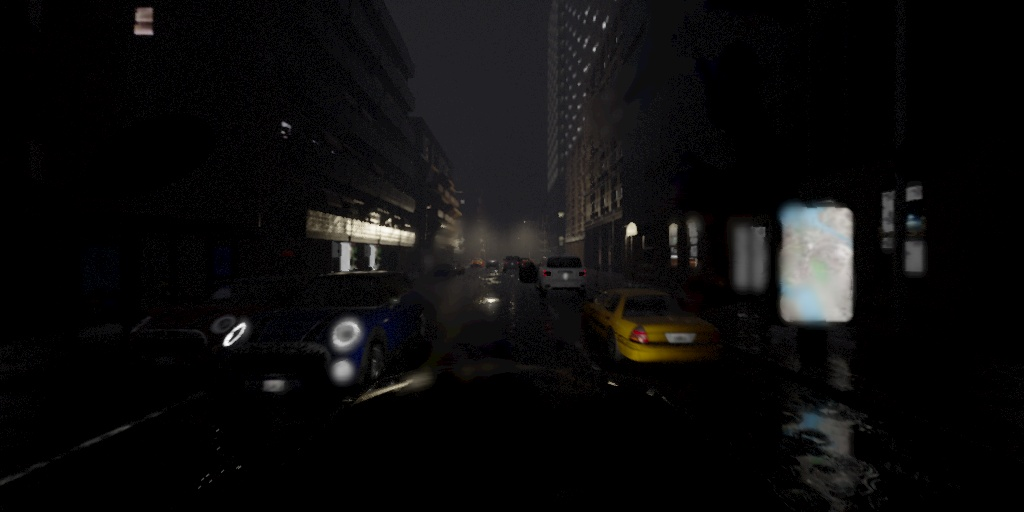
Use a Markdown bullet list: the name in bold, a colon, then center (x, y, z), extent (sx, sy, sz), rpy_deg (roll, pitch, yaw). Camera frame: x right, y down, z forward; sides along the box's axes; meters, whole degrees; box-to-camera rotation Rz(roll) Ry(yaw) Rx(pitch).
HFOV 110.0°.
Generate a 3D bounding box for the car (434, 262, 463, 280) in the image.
- **car**: center (-5.700, 1.289, 30.455), extent (1.948, 1.339, 4.313), rpy_deg (0, 0, 0)

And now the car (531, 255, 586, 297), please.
- **car**: center (2.389, 0.954, 18.700), extent (2.150, 2.045, 5.566), rpy_deg (0, 0, 0)

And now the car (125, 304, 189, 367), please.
- **car**: center (-5.692, 1.183, 7.861), extent (1.967, 1.591, 4.097), rpy_deg (0, 0, 0)

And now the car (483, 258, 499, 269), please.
- **car**: center (-3.034, 1.276, 56.376), extent (1.994, 1.385, 4.181), rpy_deg (0, 0, 0)

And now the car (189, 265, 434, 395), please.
- **car**: center (-3.103, 1.096, 6.921), extent (2.097, 1.767, 4.553), rpy_deg (0, 0, 0)

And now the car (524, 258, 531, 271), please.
- **car**: center (2.672, 1.256, 58.700), extent (1.888, 1.381, 4.507), rpy_deg (0, 0, 0)

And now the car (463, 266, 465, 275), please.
- **car**: center (-5.701, 1.245, 35.934), extent (1.751, 1.417, 4.829), rpy_deg (0, 0, 0)

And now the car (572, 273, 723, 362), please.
- **car**: center (2.688, 1.269, 8.034), extent (1.751, 1.417, 4.829), rpy_deg (0, 0, 0)

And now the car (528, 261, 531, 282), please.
- **car**: center (2.681, 1.290, 30.458), extent (1.948, 1.339, 4.313), rpy_deg (0, 0, 0)

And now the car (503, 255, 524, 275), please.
- **car**: center (0.059, 0.939, 44.739), extent (2.150, 2.045, 5.566), rpy_deg (0, 0, 0)

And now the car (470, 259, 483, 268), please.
- **car**: center (-5.708, 1.151, 58.697), extent (1.967, 1.591, 4.097), rpy_deg (0, 0, 0)
